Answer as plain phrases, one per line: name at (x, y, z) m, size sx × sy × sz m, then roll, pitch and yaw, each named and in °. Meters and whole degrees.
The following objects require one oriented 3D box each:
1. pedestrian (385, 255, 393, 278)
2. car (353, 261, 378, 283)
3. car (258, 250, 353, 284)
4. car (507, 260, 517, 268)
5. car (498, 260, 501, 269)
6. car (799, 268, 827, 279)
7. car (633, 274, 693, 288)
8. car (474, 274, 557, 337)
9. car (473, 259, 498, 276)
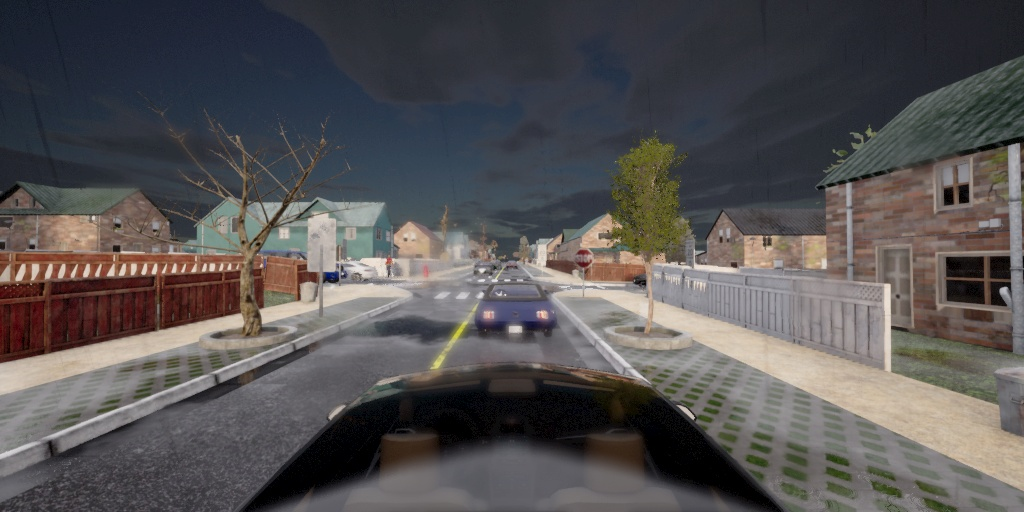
pedestrian at (-9.682, 0.796, 28.264) m, size 0.375 × 1.860 × 0.375 m, roll 0°, pitch -2°, yaw 0°
car at (-11.866, 1.079, 25.129) m, size 4.674 × 1.442 × 1.812 m, roll 1°, pitch 0°, yaw -1°
car at (-13.368, 0.697, 22.423) m, size 5.566 × 2.045 × 2.150 m, roll 1°, pitch -1°, yaw -1°
car at (-0.023, 1.424, 62.473) m, size 2.033 × 1.411 × 5.357 m, roll 0°, pitch 0°, yaw 0°
car at (-2.933, 1.438, 51.855) m, size 1.895 × 1.301 × 4.718 m, roll 0°, pitch 0°, yaw 0°
car at (21.012, 1.650, 25.401) m, size 4.553 × 1.767 × 2.097 m, roll 1°, pitch -1°, yaw 0°
car at (11.176, 1.553, 25.385) m, size 5.008 × 1.535 × 1.882 m, roll 1°, pitch -1°, yaw 0°
car at (0.081, 1.355, 10.239) m, size 1.895 × 1.301 × 4.718 m, roll 0°, pitch 0°, yaw 0°
car at (-2.918, 1.286, 37.171) m, size 2.128 × 1.511 × 4.902 m, roll 0°, pitch 0°, yaw 0°
